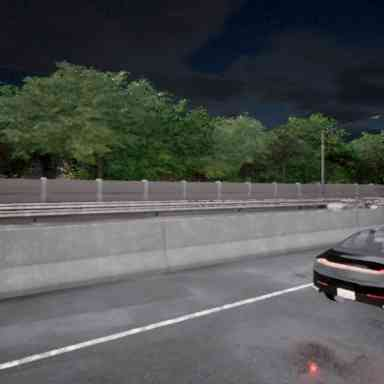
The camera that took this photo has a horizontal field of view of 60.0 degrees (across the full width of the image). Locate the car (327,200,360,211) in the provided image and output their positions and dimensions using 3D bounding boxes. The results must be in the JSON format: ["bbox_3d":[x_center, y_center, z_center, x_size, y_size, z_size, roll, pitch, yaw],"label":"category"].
[{"bbox_3d":[17.178,1.548,37.051,4.718,1.301,1.895,0,0,-34],"label":"car"}]

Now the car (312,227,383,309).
[{"bbox_3d":[4.552,1.482,6.943,4.902,1.511,2.128,0,0,-35],"label":"car"}]

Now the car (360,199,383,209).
[{"bbox_3d":[20.336,1.440,34.945,4.902,1.511,2.128,0,0,-34],"label":"car"}]
